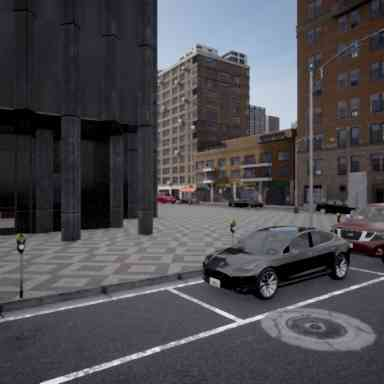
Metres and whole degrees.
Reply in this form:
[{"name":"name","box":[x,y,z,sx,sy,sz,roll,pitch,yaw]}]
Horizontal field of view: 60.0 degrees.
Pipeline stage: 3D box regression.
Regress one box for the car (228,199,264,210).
[{"name":"car","box":[6.805,1.559,42.085,1.895,1.301,4.718,0,0,-35]}]

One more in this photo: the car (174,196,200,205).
[{"name":"car","box":[-0.484,1.432,58.158,2.128,1.511,4.902,0,0,-34]}]

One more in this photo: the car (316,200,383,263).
[{"name":"car","box":[6.852,1.314,11.667,5.009,1.841,2.192,0,0,-36]}]

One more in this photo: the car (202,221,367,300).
[{"name":"car","box":[2.263,1.565,8.388,4.313,1.339,1.947,0,0,-36]}]

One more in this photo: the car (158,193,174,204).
[{"name":"car","box":[-4.893,1.161,59.150,2.150,2.045,5.566,0,0,-34]}]
